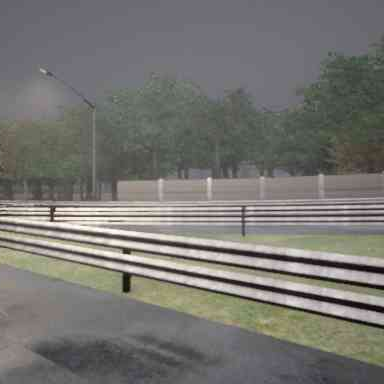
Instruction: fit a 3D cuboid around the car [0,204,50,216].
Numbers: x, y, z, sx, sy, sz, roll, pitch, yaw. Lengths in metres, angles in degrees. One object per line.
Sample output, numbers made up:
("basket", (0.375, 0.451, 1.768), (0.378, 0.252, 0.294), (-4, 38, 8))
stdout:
("car", (-13.408, 1.569, 25.296), (4.718, 1.301, 1.895), (0, 0, 12))
